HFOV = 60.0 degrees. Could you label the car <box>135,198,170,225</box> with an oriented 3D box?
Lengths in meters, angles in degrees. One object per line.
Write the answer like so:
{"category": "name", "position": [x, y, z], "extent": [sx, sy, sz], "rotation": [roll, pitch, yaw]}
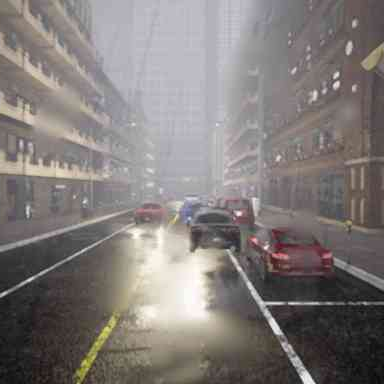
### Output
{"category": "car", "position": [-2.842, 1.442, 23.724], "extent": [1.882, 1.535, 5.008], "rotation": [0, 0, 0]}

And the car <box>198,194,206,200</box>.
{"category": "car", "position": [2.584, 1.382, 87.289], "extent": [1.752, 1.417, 4.829], "rotation": [-1, 0, 0]}

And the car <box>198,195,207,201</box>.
{"category": "car", "position": [2.582, 1.412, 81.570], "extent": [1.887, 1.381, 4.507], "rotation": [-1, 0, 0]}

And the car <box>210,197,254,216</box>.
{"category": "car", "position": [2.560, 1.284, 20.530], "extent": [2.192, 1.841, 5.009], "rotation": [-1, 0, 0]}

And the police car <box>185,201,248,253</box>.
{"category": "police car", "position": [0.829, 1.405, 13.785], "extent": [1.930, 1.638, 5.238], "rotation": [0, 0, 0]}

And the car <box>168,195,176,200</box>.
{"category": "car", "position": [-5.296, 1.402, 87.102], "extent": [1.887, 1.381, 4.507], "rotation": [-1, 0, 0]}

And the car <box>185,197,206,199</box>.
{"category": "car", "position": [0.286, 1.460, 29.552], "extent": [1.837, 1.490, 4.892], "rotation": [0, 0, 15]}

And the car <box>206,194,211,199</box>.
{"category": "car", "position": [2.562, 1.276, 26.079], "extent": [2.192, 1.841, 5.009], "rotation": [-1, 0, 0]}

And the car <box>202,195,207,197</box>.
{"category": "car", "position": [2.570, 1.459, 42.896], "extent": [1.752, 1.417, 4.829], "rotation": [-1, 0, 0]}

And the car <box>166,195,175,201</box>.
{"category": "car", "position": [-5.298, 1.434, 81.553], "extent": [1.947, 1.339, 4.313], "rotation": [-1, 0, 0]}

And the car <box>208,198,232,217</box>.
{"category": "car", "position": [2.565, 1.392, 31.628], "extent": [1.967, 1.590, 4.097], "rotation": [-1, 0, 0]}

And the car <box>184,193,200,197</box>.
{"category": "car", "position": [0.018, 1.148, 48.432], "extent": [2.150, 2.045, 5.566], "rotation": [0, 0, 0]}

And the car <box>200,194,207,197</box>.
{"category": "car", "position": [2.570, 1.365, 48.275], "extent": [1.967, 1.590, 4.097], "rotation": [-1, 0, 0]}

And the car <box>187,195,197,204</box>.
{"category": "car", "position": [0.021, 1.425, 64.399], "extent": [1.812, 1.442, 4.674], "rotation": [0, 0, 0]}

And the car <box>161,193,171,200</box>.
{"category": "car", "position": [-5.306, 1.347, 59.356], "extent": [1.967, 1.590, 4.097], "rotation": [-1, 0, 0]}

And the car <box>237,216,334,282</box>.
{"category": "car", "position": [2.559, 1.568, 9.432], "extent": [1.802, 1.307, 4.206], "rotation": [-1, 0, 0]}

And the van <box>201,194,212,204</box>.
{"category": "van", "position": [2.573, 1.248, 59.373], "extent": [1.690, 1.788, 3.998], "rotation": [-1, 0, 0]}

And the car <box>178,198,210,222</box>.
{"category": "car", "position": [0.232, 1.442, 23.474], "extent": [1.882, 1.535, 5.008], "rotation": [0, 0, -11]}

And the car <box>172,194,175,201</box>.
{"category": "car", "position": [-5.302, 1.193, 76.004], "extent": [2.192, 1.841, 5.009], "rotation": [-1, 0, 0]}

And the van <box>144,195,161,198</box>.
{"category": "van", "position": [-5.313, 1.276, 42.709], "extent": [1.690, 1.788, 3.998], "rotation": [-1, 0, 0]}
